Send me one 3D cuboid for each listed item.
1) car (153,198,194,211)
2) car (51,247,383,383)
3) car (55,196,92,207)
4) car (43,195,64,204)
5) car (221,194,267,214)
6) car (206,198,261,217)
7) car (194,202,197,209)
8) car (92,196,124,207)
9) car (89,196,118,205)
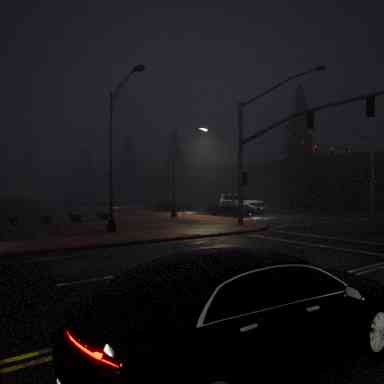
[{"bbox_3d":[-2.526,1.547,39.222,2.033,1.411,5.357,0,0,-39],"label":"car"},{"bbox_3d":[0.807,1.505,4.374,4.892,1.490,1.837,0,0,-35],"label":"car"},{"bbox_3d":[-17.968,1.601,50.721,4.718,1.301,1.895,0,0,23],"label":"car"},{"bbox_3d":[-26.261,1.352,63.788,4.553,1.767,2.097,0,0,9],"label":"car"},{"bbox_3d":[5.184,1.221,34.844,2.150,2.045,5.566,0,0,-37],"label":"car"},{"bbox_3d":[3.536,1.547,31.219,2.033,1.411,5.357,0,0,-36],"label":"car"},{"bbox_3d":[-1.551,1.478,43.231,1.882,1.535,5.008,0,0,-44],"label":"car"},{"bbox_3d":[-12.818,1.526,52.041,4.674,1.442,1.812,0,0,29],"label":"car"},{"bbox_3d":[-16.301,1.478,61.324,5.008,1.535,1.882,0,0,21],"label":"car"}]
